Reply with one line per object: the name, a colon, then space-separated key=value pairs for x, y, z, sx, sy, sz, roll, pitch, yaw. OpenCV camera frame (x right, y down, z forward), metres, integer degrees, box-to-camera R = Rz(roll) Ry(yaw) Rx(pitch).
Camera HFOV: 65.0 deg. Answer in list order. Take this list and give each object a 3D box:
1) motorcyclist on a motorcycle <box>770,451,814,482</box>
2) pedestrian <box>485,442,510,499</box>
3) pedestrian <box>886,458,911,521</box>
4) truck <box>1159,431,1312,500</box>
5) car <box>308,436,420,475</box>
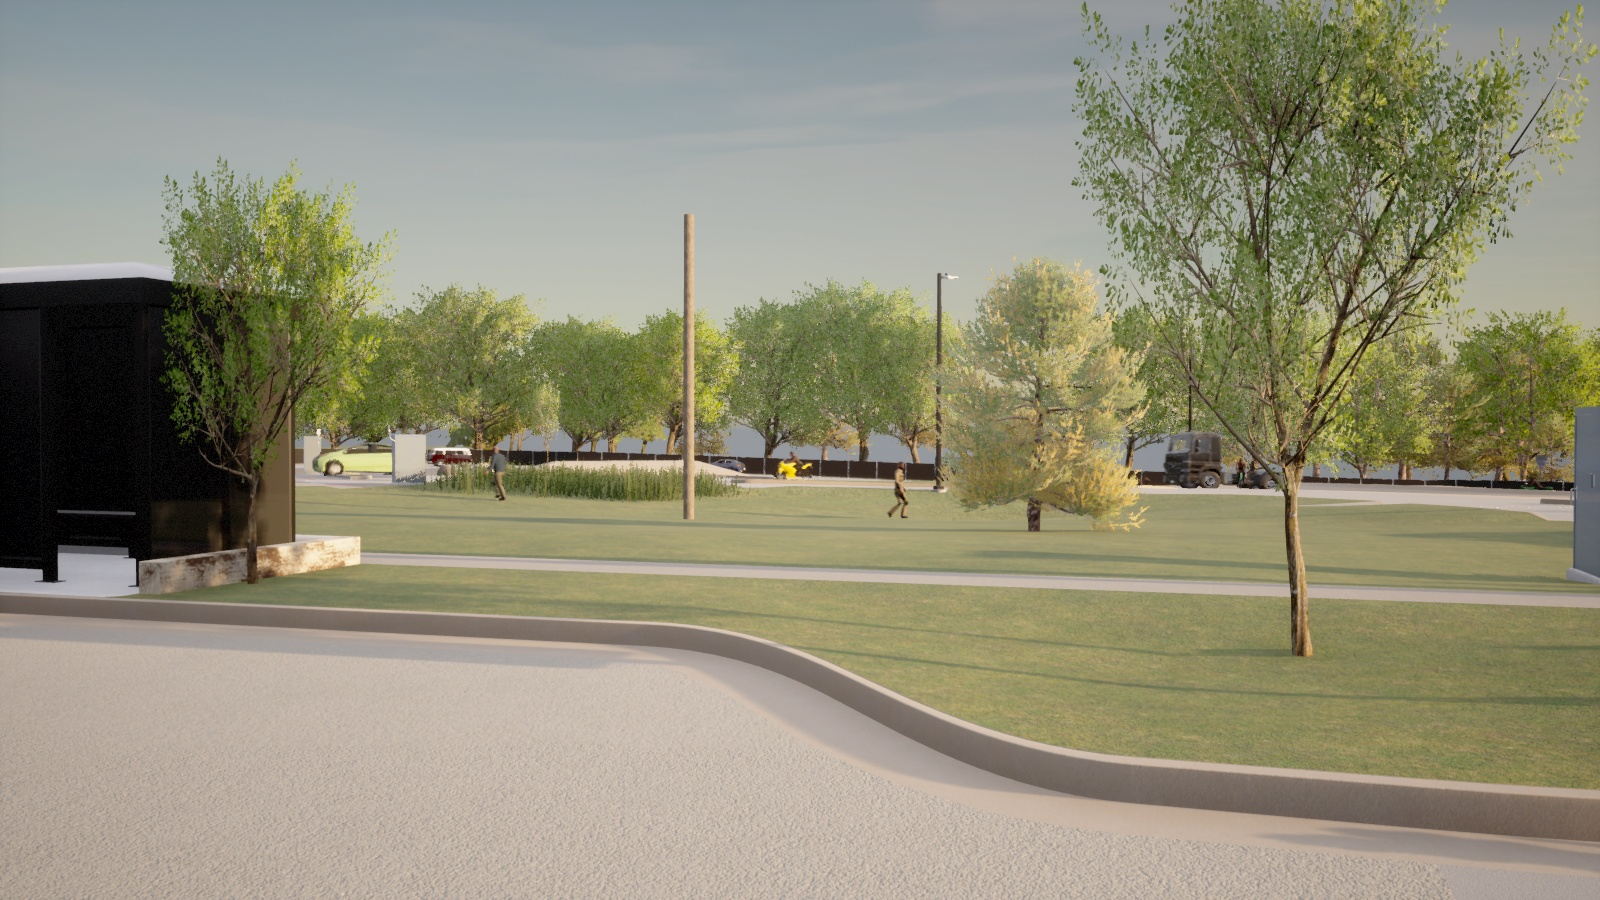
motorcyclist on a motorcycle: x=-0.394 y=0.836 z=63.600 sx=2.044 sy=1.523 sz=0.797 roll=3 pitch=-1 yaw=-20
pedestrian: x=-10.014 y=0.671 z=41.569 sx=0.726 sy=1.842 sz=0.402 roll=1 pitch=1 yaw=23
pedestrian: x=3.049 y=1.219 z=38.759 sx=0.692 sy=1.930 sz=0.396 roll=1 pitch=1 yaw=12
truck: x=25.394 y=0.973 z=73.364 sx=7.936 sy=3.462 sz=2.891 roll=4 pitch=-2 yaw=-10
car: x=-19.626 y=0.260 z=56.573 sx=4.514 sy=1.525 sz=2.007 roll=3 pitch=-3 yaw=-26
